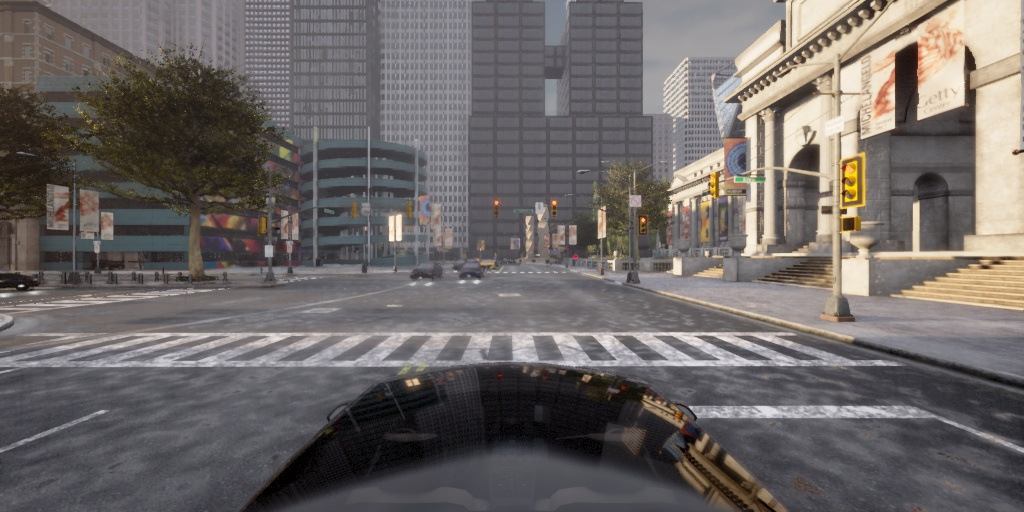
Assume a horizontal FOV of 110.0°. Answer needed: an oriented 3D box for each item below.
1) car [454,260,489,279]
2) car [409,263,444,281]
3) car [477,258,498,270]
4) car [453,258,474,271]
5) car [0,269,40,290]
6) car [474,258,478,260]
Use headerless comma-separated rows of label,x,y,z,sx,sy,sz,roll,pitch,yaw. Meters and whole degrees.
car,-3.540,1.297,32.206,2.033,1.411,5.357,0,0,0
car,-7.043,1.298,30.256,2.033,1.411,5.357,0,0,0
car,-3.502,1.228,51.983,1.882,1.535,5.008,0,0,0
car,-7.001,1.297,49.991,2.033,1.411,5.357,0,0,0
car,-30.245,1.297,20.156,5.357,1.411,2.033,0,0,0
car,-6.952,1.297,63.963,2.033,1.411,5.357,0,0,1
